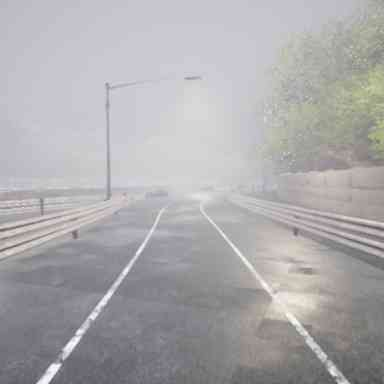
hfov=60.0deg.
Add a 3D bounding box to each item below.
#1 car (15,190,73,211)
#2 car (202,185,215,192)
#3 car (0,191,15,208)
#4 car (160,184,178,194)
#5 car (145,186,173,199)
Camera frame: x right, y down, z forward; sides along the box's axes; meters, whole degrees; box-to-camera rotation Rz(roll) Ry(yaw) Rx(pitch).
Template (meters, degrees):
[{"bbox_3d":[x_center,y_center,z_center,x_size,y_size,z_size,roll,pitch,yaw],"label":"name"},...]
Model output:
[{"bbox_3d":[-12.802,0.679,29.741,2.097,1.767,4.553,1,2,23],"label":"car"},{"bbox_3d":[3.840,-0.870,76.421,1.882,1.535,5.008,1,2,24],"label":"car"},{"bbox_3d":[-16.066,0.655,31.012,2.097,1.767,4.553,1,2,23],"label":"car"},{"bbox_3d":[-5.099,-0.556,64.861,2.097,1.767,4.553,1,2,24],"label":"car"},{"bbox_3d":[-4.980,0.227,47.685,1.812,1.442,4.674,1,3,24],"label":"car"}]
